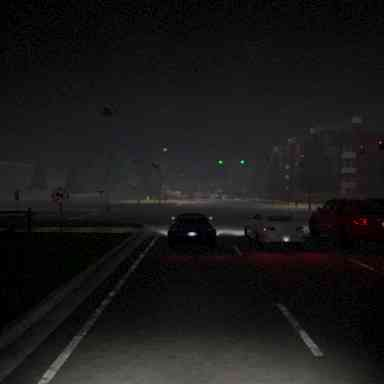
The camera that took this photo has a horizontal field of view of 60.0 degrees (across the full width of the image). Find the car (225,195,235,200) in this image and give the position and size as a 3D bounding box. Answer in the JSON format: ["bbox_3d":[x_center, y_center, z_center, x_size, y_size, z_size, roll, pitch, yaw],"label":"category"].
[{"bbox_3d":[10.473,1.545,89.609,1.895,1.301,4.718,0,0,0],"label":"car"}]

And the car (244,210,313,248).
[{"bbox_3d":[3.500,1.530,14.650,1.812,1.442,4.674,0,0,0],"label":"car"}]

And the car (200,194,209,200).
[{"bbox_3d":[3.473,1.305,89.545,2.097,1.767,4.553,0,0,0],"label":"car"}]

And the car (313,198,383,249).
[{"bbox_3d":[7.000,1.255,14.680,2.150,2.045,5.566,0,0,0],"label":"car"}]

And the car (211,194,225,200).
[{"bbox_3d":[6.973,1.467,89.160,2.128,1.511,4.902,0,0,0],"label":"car"}]

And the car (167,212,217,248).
[{"bbox_3d":[0.000,1.569,14.650,1.994,1.385,4.181,0,0,0],"label":"car"}]

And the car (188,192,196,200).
[{"bbox_3d":[-0.027,1.420,89.157,1.882,1.535,5.008,0,0,0],"label":"car"}]
